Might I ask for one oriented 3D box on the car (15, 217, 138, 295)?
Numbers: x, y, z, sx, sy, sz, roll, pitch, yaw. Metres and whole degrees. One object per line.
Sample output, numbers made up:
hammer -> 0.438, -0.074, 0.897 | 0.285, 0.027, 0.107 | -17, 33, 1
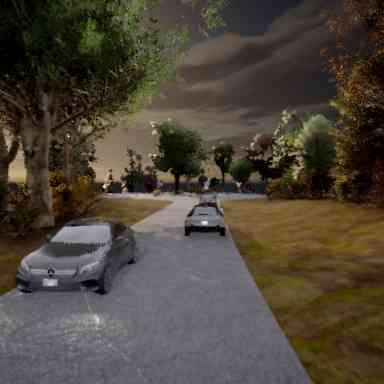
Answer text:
car -> -2.631, 1.442, 8.705 | 1.812, 1.442, 4.674 | 1, 1, 2

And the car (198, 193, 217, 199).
car -> 1.640, 0.845, 34.544 | 2.033, 1.411, 5.357 | 0, 2, 4

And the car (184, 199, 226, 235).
car -> 0.674, 1.322, 17.092 | 1.994, 1.385, 4.181 | 0, 1, 3
